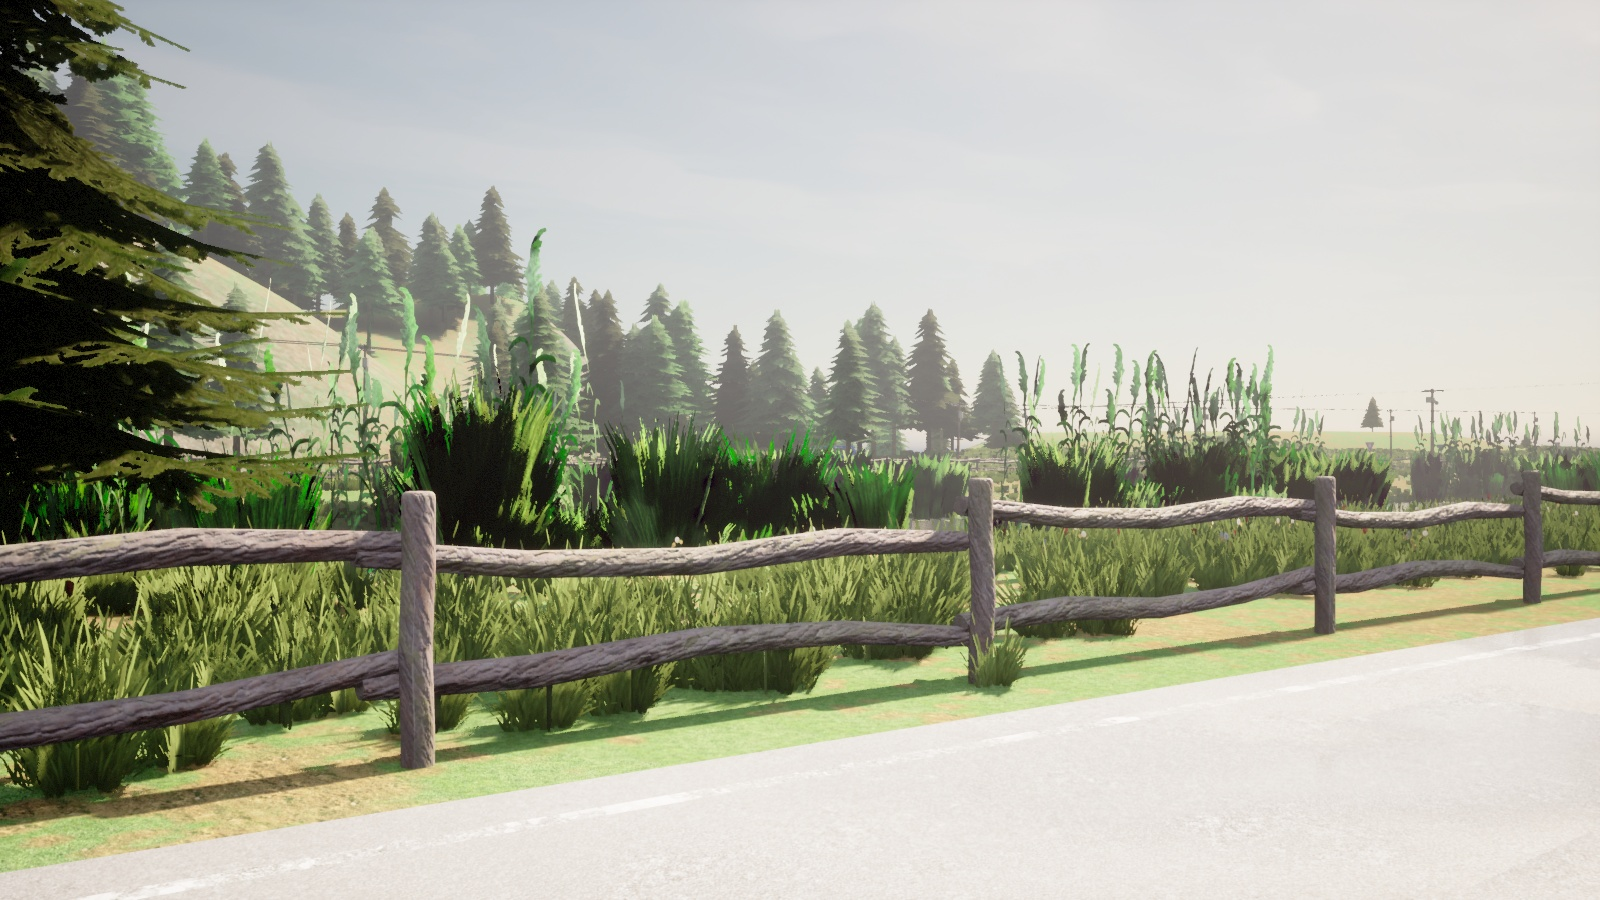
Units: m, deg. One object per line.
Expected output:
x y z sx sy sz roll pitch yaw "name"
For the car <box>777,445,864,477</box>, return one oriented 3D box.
1.387 0.699 83.096 5.566 2.045 2.150 0 0 -38 "car"
